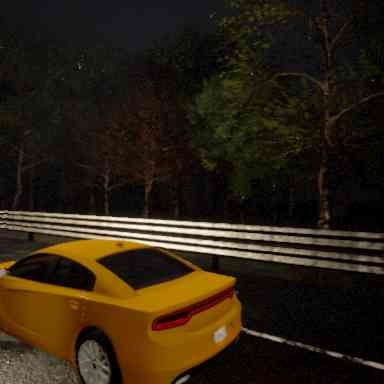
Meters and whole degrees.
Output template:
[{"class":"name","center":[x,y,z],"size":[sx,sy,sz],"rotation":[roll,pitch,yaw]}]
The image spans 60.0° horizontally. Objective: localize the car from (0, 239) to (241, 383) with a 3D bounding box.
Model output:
[{"class":"car","center":[-1.694,1.496,5.221],"size":[5.008,1.535,1.882],"rotation":[-1,-1,36]}]
